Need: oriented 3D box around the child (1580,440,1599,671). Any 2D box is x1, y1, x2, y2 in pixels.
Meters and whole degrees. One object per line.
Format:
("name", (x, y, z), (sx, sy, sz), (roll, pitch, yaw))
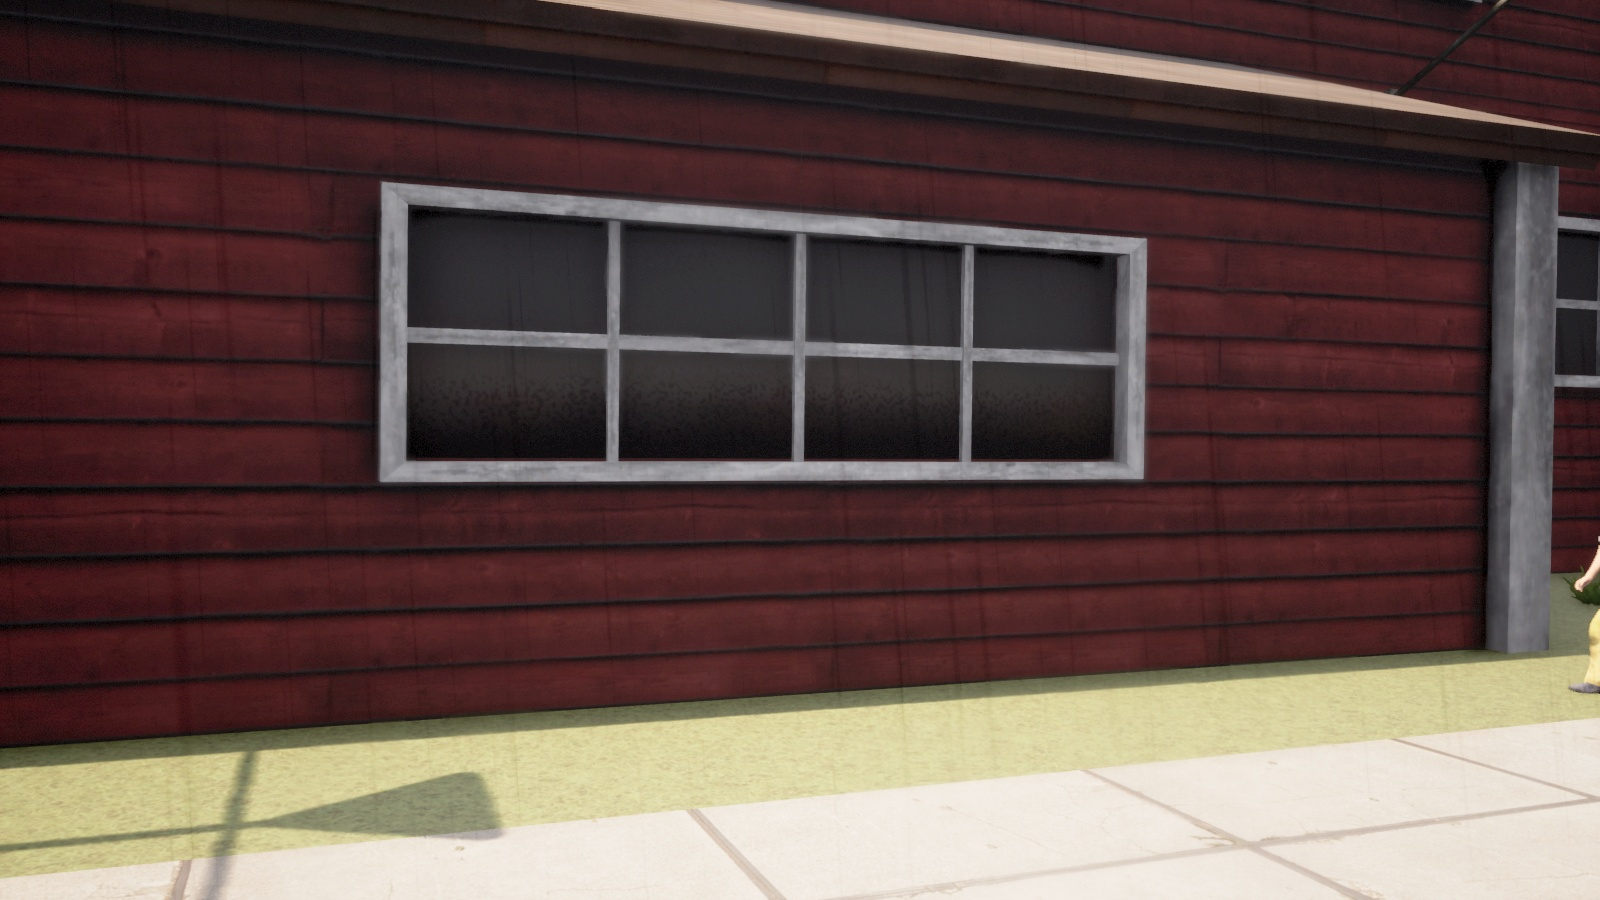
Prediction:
("child", (4.601, 0.578, 6.925), (0.437, 1.263, 0.270), (-1, 1, -4))
